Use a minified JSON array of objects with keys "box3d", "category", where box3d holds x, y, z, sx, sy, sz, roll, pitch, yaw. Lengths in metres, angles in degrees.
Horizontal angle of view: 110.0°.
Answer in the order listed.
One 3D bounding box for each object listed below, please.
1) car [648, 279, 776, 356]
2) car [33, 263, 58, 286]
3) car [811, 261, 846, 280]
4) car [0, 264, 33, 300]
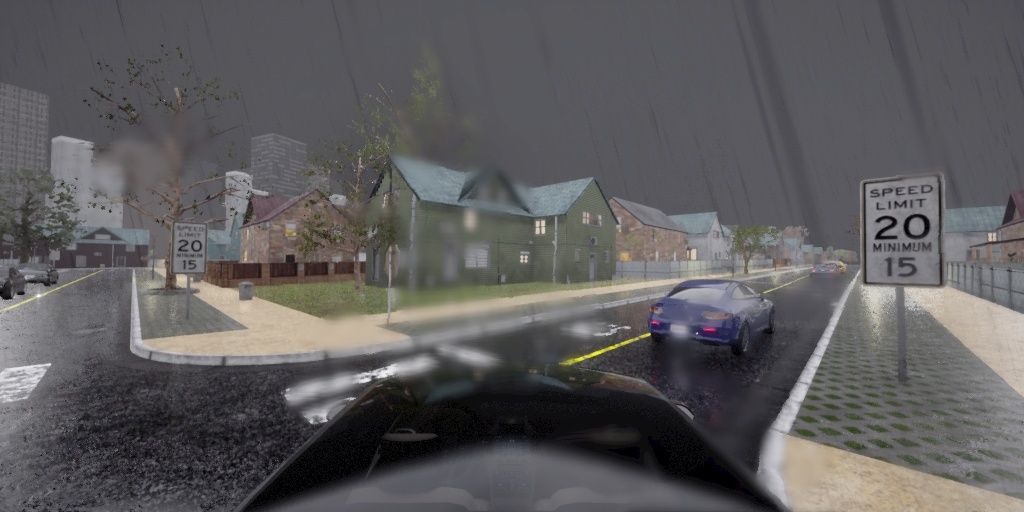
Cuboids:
[{"box3d":[4.905,1.273,8.637,1.812,1.442,4.674,-1,0,45],"category":"car"},{"box3d":[-32.569,1.262,24.368,4.902,1.511,2.128,0,-2,44],"category":"car"},{"box3d":[27.675,1.304,31.559,5.357,1.411,2.033,0,0,-45],"category":"car"},{"box3d":[-24.614,1.238,16.813,4.892,1.490,1.837,0,-1,43],"category":"car"}]
